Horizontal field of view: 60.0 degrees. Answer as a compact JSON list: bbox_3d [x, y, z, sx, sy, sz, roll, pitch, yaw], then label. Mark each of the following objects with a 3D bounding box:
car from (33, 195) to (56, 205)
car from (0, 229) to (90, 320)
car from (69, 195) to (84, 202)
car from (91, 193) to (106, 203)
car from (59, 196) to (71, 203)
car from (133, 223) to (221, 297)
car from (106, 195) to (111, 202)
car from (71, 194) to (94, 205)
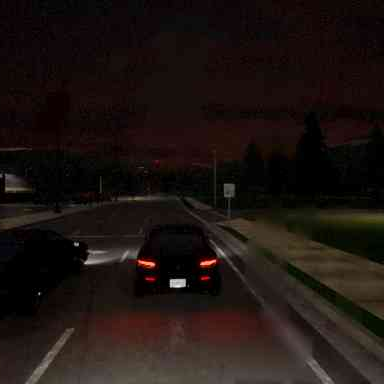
[{"bbox_3d":[-26.481,1.352,59.369,2.097,1.767,4.553,0,0,-3],"label":"car"},{"bbox_3d":[-3.836,1.547,7.397,2.033,1.411,5.357,0,0,-3],"label":"car"},{"bbox_3d":[-27.502,1.477,79.377,1.882,1.535,5.008,0,0,-3],"label":"car"},{"bbox_3d":[-19.921,1.225,68.688,2.150,2.045,5.566,0,0,-3],"label":"car"},{"bbox_3d":[-26.938,1.540,68.812,2.033,1.411,5.357,0,0,-3],"label":"car"},{"bbox_3d":[-0.386,1.526,8.470,1.812,1.442,4.674,0,0,-3],"label":"car"},{"bbox_3d":[-20.474,1.524,79.025,2.128,1.511,4.902,0,0,-3],"label":"car"},{"bbox_3d":[-19.487,1.564,59.398,1.994,1.385,4.181,0,0,-3],"label":"car"}]
